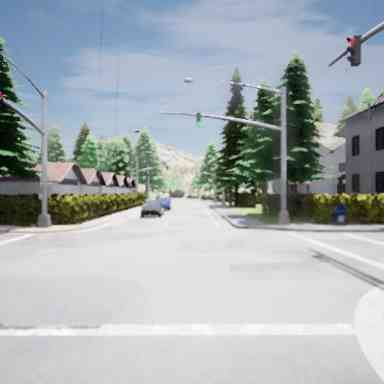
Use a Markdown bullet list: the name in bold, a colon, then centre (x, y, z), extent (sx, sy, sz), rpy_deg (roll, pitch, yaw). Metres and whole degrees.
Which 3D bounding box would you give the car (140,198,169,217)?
- **car**: centre (-3.597, 1.552, 31.158), extent (2.033, 1.411, 5.357), rpy_deg (0, 0, 0)

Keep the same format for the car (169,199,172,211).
- **car**: centre (-3.577, 1.484, 41.441), extent (1.882, 1.535, 5.008), rpy_deg (0, 0, 0)
